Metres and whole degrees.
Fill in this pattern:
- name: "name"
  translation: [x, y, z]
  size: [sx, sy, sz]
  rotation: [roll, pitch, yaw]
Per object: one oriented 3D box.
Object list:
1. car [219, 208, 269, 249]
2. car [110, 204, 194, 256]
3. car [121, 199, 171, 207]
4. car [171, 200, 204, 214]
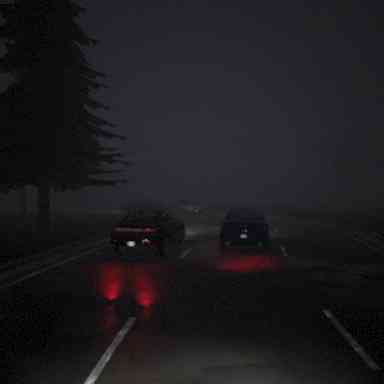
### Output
- name: "car"
  translation: [2.296, 1.425, 14.406]
  size: [1.882, 1.535, 5.008]
  rotation: [0, 0, 10]
- name: "car"
  translation: [-1.512, 1.428, 12.905]
  size: [2.128, 1.511, 4.902]
  rotation: [0, 0, 10]
- name: "car"
  translation: [-4.690, 1.345, 30.668]
  size: [4.902, 1.511, 2.128]
  rotation: [0, 0, 42]
- name: "car"
  translation: [-1.090, 1.460, 32.363]
  size: [1.895, 1.301, 4.718]
  rotation: [0, 0, -43]
